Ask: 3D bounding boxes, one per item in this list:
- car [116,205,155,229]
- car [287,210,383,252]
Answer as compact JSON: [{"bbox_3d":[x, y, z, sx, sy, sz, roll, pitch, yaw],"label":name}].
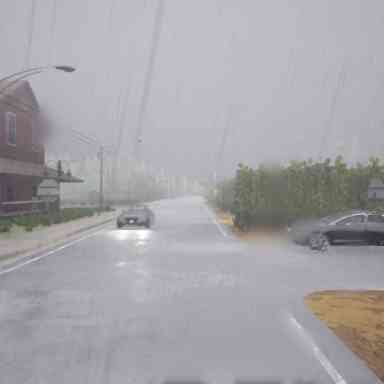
[{"bbox_3d":[-3.570,1.563,21.662,1.994,1.385,4.181,0,0,0],"label":"car"},{"bbox_3d":[6.303,1.492,13.148,4.902,1.511,2.128,0,0,7],"label":"car"}]
